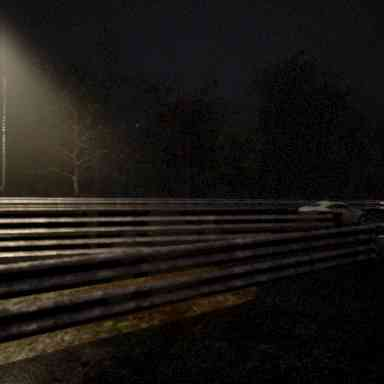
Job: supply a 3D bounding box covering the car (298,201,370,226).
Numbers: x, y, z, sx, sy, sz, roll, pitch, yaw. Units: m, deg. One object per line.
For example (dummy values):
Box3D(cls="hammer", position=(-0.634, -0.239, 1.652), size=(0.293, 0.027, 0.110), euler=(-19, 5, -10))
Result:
Box3D(cls="car", position=(8.827, 1.315, 20.809), size=(4.674, 1.442, 1.812), euler=(1, 0, -19))
